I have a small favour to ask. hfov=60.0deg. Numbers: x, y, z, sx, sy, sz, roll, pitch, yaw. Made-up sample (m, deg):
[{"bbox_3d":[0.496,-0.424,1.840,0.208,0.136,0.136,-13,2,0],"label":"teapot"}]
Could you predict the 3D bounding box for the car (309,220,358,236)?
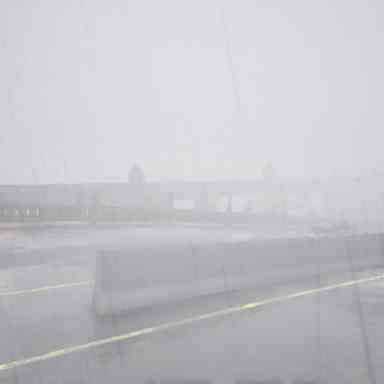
[{"bbox_3d":[13.114,3.286,30.481,5.357,1.411,2.033,6,-4,-35],"label":"car"}]
